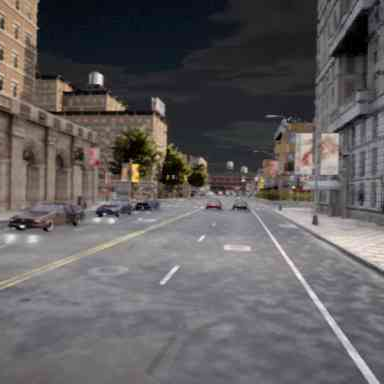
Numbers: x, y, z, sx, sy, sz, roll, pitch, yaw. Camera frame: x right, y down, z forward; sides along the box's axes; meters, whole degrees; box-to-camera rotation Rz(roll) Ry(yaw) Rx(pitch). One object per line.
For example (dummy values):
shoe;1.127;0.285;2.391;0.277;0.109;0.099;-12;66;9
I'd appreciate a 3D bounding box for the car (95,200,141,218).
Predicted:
car;-6.546;1.383;29.089;2.033;1.411;5.357;1;0;8

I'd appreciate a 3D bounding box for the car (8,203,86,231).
car;-8.022;1.343;19.129;2.033;1.411;5.357;1;0;9

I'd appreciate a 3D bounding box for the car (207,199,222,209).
car;3.149;1.654;46.428;1.994;1.385;4.181;1;0;8

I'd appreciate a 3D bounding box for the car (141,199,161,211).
car;-5.101;1.475;38.973;1.895;1.301;4.718;1;0;8

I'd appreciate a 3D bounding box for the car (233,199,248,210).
car;6.852;1.750;47.077;1.994;1.385;4.181;1;0;10
